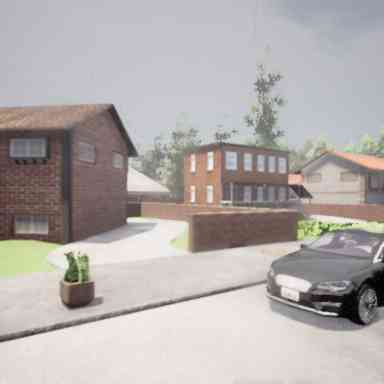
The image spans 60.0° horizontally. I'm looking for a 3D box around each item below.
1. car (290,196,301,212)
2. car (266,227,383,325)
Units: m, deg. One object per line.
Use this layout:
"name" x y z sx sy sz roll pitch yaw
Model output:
"car" 7.909 1.255 29.509 3.866 1.878 1.905 1 -1 -36
"car" 3.716 1.577 7.351 4.902 1.511 2.128 1 -1 -36
